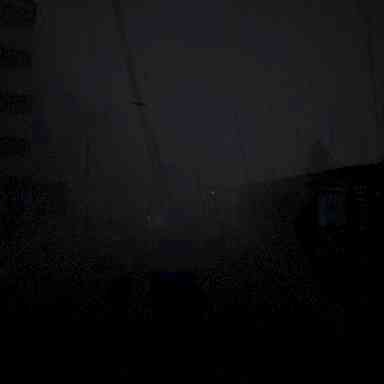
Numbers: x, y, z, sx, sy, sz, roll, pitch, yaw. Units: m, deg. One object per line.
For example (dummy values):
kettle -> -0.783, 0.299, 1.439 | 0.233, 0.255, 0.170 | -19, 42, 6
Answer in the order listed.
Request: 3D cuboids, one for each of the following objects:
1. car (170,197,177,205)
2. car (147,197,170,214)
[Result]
car -> -4.019, 1.777, 64.926 | 2.128, 1.511, 4.902 | 0, 0, 0
car -> -4.011, 1.646, 37.892 | 2.128, 1.511, 4.902 | 0, 0, 0
